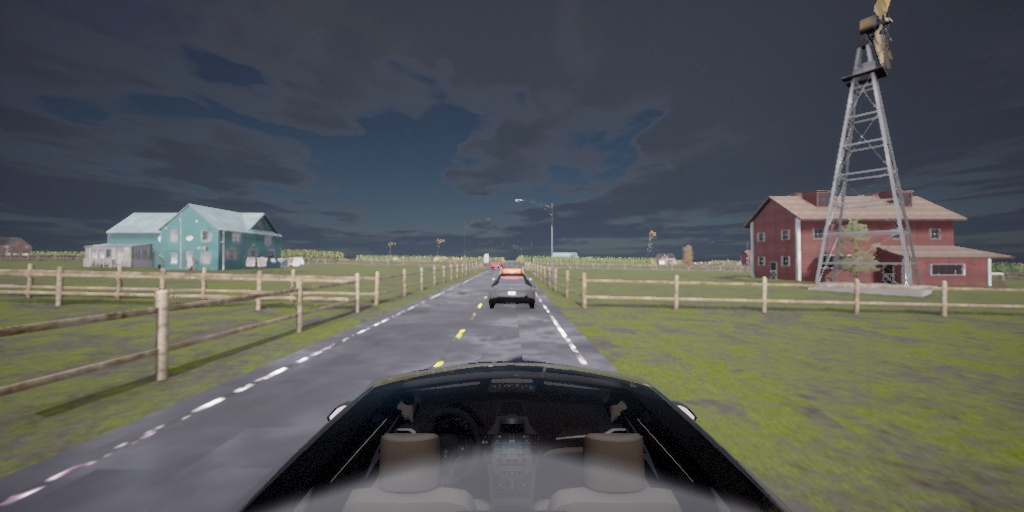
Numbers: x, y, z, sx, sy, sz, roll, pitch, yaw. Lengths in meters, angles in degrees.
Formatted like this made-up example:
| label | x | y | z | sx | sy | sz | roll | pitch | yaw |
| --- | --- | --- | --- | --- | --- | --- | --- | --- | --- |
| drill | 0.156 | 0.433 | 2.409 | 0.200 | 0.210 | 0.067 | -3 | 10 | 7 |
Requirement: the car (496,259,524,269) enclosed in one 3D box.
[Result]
| label | x | y | z | sx | sy | sz | roll | pitch | yaw |
| --- | --- | --- | --- | --- | --- | --- | --- | --- | --- |
| car | -0.001 | 1.386 | 30.936 | 2.097 | 1.767 | 4.553 | 0 | -1 | 0 |

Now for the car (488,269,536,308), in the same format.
| label | x | y | z | sx | sy | sz | roll | pitch | yaw |
| --- | --- | --- | --- | --- | --- | --- | --- | --- | --- |
| car | 0.003 | 1.455 | 16.149 | 1.994 | 1.385 | 4.181 | 0 | -1 | 0 |
